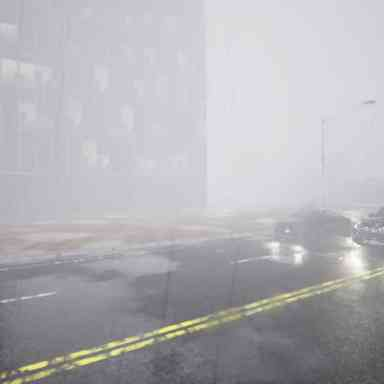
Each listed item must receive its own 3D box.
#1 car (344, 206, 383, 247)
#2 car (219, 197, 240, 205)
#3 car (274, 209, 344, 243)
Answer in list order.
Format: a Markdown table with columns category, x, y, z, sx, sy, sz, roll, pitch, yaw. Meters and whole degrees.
| category | x | y | z | sx | sy | sz | roll | pitch | yaw |
| --- | --- | --- | --- | --- | --- | --- | --- | --- | --- |
| car | 8.706 | 1.312 | 13.881 | 4.553 | 1.767 | 2.097 | 0 | 0 | -35 |
| car | 6.512 | 1.568 | 58.349 | 1.994 | 1.385 | 4.181 | -1 | 1 | -33 |
| car | 5.829 | 1.528 | 15.824 | 4.181 | 1.385 | 1.994 | 0 | 0 | -35 |
